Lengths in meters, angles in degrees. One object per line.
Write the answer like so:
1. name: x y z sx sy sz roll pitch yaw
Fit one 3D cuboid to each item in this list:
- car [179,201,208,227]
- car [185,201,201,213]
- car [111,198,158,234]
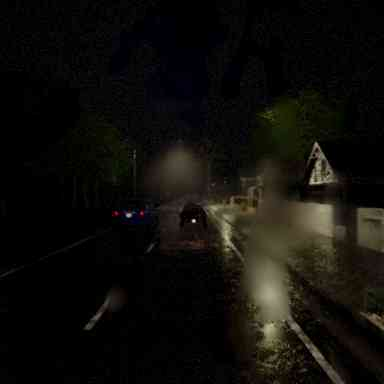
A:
1. car: 0.121 1.660 24.425 1.837 1.490 4.892 0 0 0
2. car: 0.134 1.809 41.738 1.994 1.385 4.181 0 0 0
3. car: -3.382 1.354 20.490 2.150 2.045 5.566 0 0 0
